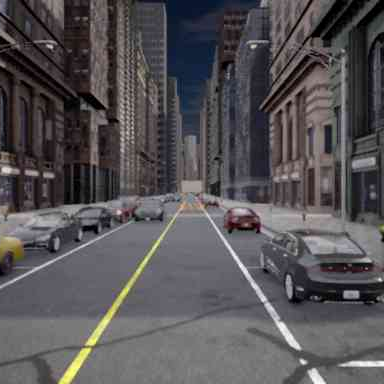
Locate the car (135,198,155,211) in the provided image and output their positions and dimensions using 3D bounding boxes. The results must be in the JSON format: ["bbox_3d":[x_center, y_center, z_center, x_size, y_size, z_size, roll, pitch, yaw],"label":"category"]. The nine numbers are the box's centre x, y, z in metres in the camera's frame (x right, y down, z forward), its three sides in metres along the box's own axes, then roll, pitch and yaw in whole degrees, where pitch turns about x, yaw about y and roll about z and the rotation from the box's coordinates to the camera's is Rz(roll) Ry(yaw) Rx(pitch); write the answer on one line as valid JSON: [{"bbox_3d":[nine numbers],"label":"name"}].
[{"bbox_3d":[-5.774,1.507,41.556,1.887,1.381,4.507,0,0,0],"label":"car"}]

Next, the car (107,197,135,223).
[{"bbox_3d":[-5.768,1.417,24.751,1.967,1.590,4.097,0,0,0],"label":"car"}]

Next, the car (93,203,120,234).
[{"bbox_3d":[-5.766,1.548,19.149,1.947,1.339,4.313,0,0,0],"label":"car"}]

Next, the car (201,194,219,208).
[{"bbox_3d":[2.750,1.398,47.168,1.967,1.590,4.097,0,0,0],"label":"car"}]

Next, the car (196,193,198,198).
[{"bbox_3d":[2.736,1.473,86.384,1.887,1.381,4.507,0,0,0],"label":"car"}]

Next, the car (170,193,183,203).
[{"bbox_3d":[-3.035,1.439,66.414,1.837,1.490,4.892,0,0,0],"label":"car"}]

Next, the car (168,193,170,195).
[{"bbox_3d":[-5.781,1.385,63.963,1.967,1.590,4.097,0,0,0],"label":"car"}]

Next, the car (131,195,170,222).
[{"bbox_3d":[-3.107,1.328,25.650,2.097,1.767,4.553,0,0,0],"label":"car"}]

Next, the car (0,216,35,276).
[{"bbox_3d":[-5.762,1.518,7.776,1.752,1.417,4.829,0,0,0],"label":"car"}]

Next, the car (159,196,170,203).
[{"bbox_3d":[-5.784,1.485,69.565,1.887,1.381,4.507,0,0,0],"label":"car"}]

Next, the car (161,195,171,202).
[{"bbox_3d":[-5.786,1.481,75.167,1.887,1.381,4.507,0,0,0],"label":"car"}]

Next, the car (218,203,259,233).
[{"bbox_3d":[2.759,1.527,19.158,1.887,1.381,4.507,0,0,0],"label":"car"}]

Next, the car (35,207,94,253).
[{"bbox_3d":[-5.764,1.538,13.547,2.008,1.369,4.403,0,0,0],"label":"car"}]

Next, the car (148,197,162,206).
[{"bbox_3d":[-5.778,1.535,52.760,1.802,1.307,4.206,0,0,0],"label":"car"}]

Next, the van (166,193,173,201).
[{"bbox_3d":[-5.789,1.269,86.371,1.690,1.788,3.998,0,0,0],"label":"van"}]

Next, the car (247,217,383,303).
[{"bbox_3d":[2.763,1.543,7.953,2.008,1.369,4.403,0,0,0],"label":"car"}]

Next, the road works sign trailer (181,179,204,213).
[{"bbox_3d":[-0.012,0.431,35.846,2.380,3.560,2.880,0,0,0],"label":"road works sign trailer"}]
